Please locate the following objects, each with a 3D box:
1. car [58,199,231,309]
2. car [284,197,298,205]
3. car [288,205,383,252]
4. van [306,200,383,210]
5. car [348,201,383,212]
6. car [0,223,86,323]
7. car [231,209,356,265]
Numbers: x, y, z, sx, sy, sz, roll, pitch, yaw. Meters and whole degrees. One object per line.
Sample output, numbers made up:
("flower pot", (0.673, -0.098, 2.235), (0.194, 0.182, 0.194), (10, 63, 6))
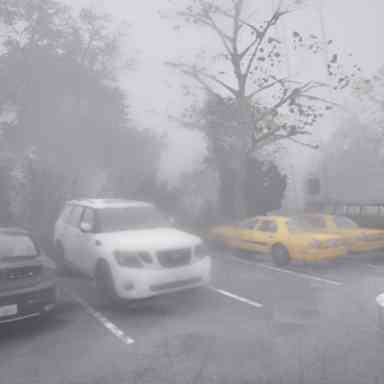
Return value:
("car", (-1.858, 1.228, 8.465), (2.435, 2.045, 5.566), (0, 0, -36))
("car", (17.311, 1.748, 61.965), (2.097, 1.767, 4.553), (-1, 2, -39))
("car", (4.849, 1.530, 13.489), (1.946, 1.575, 5.366), (1, 0, -35))
("van", (7.304, 1.339, 14.862), (1.878, 1.987, 4.442), (1, 0, -35))
("car", (26.091, 2.168, 50.115), (1.994, 1.385, 4.181), (-1, 2, -35))
("car", (-4.141, 1.481, 6.856), (2.231, 1.521, 4.892), (0, 0, -36))
("car", (2.678, 1.507, 11.949), (1.946, 1.575, 5.366), (0, 0, -35))
